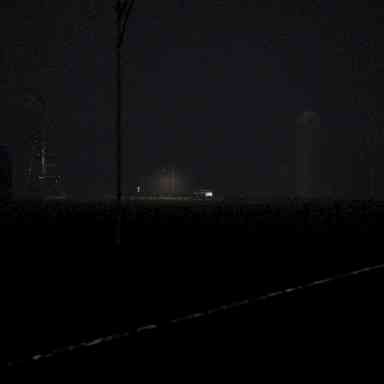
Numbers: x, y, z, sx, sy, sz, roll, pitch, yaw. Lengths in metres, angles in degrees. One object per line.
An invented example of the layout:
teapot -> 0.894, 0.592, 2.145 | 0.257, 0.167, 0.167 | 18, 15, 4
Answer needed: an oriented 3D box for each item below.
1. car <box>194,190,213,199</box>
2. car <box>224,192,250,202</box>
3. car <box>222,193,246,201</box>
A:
car -> 2.527, 0.466, 77.578 | 2.150, 2.045, 5.566 | -1, 1, -36
car -> 8.934, 0.895, 63.934 | 2.097, 1.767, 4.553 | -1, 1, -35
car -> 8.689, 0.980, 69.056 | 2.128, 1.511, 4.902 | -1, 1, -36
